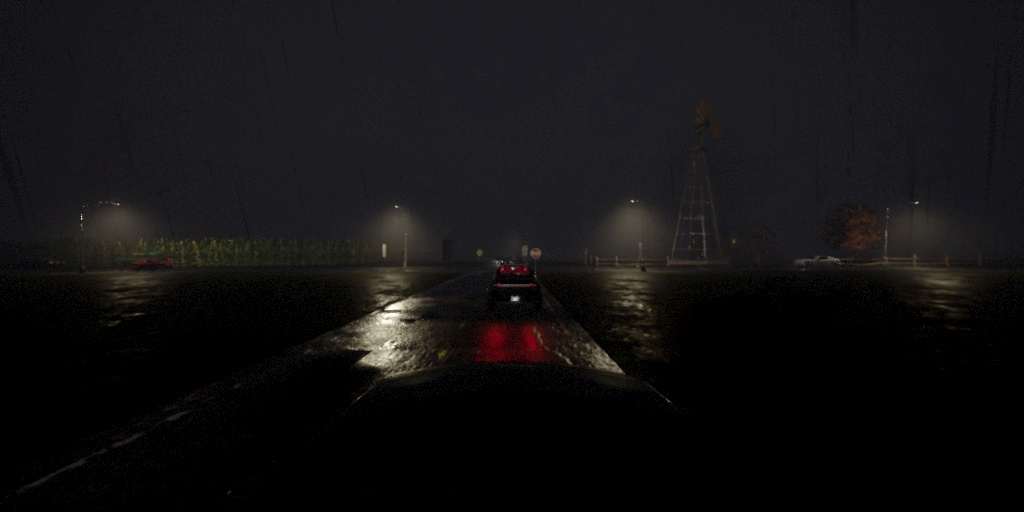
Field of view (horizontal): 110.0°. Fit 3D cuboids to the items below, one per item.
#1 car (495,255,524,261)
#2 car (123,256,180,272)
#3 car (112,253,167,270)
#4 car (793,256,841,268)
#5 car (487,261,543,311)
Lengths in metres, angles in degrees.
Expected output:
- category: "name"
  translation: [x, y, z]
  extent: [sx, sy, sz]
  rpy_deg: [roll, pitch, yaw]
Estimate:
- category: "car"
  translation: [0.137, 0.832, 26.096]
  extent: [2.097, 1.767, 4.553]
  rpy_deg: [0, 1, 1]
- category: "car"
  translation: [-40.413, 0.999, 40.628]
  extent: [4.674, 1.442, 1.812]
  rpy_deg: [0, 1, 0]
- category: "car"
  translation: [-44.819, 0.645, 43.415]
  extent: [5.566, 2.045, 2.150]
  rpy_deg: [0, 1, 0]
- category: "car"
  translation: [35.868, 0.676, 42.197]
  extent: [4.674, 1.442, 1.812]
  rpy_deg: [0, 1, 3]
- category: "car"
  translation: [0.108, 1.111, 13.646]
  extent: [2.128, 1.511, 4.902]
  rpy_deg: [0, 1, 0]
